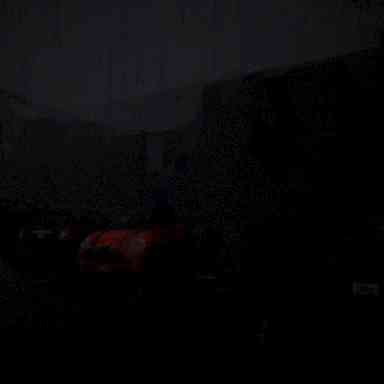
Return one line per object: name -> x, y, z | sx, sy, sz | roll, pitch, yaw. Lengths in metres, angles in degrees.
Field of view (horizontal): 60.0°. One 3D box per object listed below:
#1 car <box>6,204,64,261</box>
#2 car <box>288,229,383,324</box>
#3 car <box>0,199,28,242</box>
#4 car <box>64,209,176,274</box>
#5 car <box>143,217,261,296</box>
car -> -4.133, 1.418, 12.389 | 2.185, 1.767, 4.553 | 0, -1, 15
car -> 3.213, 1.524, 7.222 | 2.163, 1.488, 4.792 | 0, -1, 15
car -> -9.009, 1.338, 15.932 | 2.435, 2.045, 5.566 | -1, -1, 15
car -> -1.665, 1.401, 10.707 | 2.185, 1.767, 4.553 | 0, -1, 15
car -> 0.772, 1.511, 8.939 | 2.231, 1.521, 4.892 | 0, -1, 15
